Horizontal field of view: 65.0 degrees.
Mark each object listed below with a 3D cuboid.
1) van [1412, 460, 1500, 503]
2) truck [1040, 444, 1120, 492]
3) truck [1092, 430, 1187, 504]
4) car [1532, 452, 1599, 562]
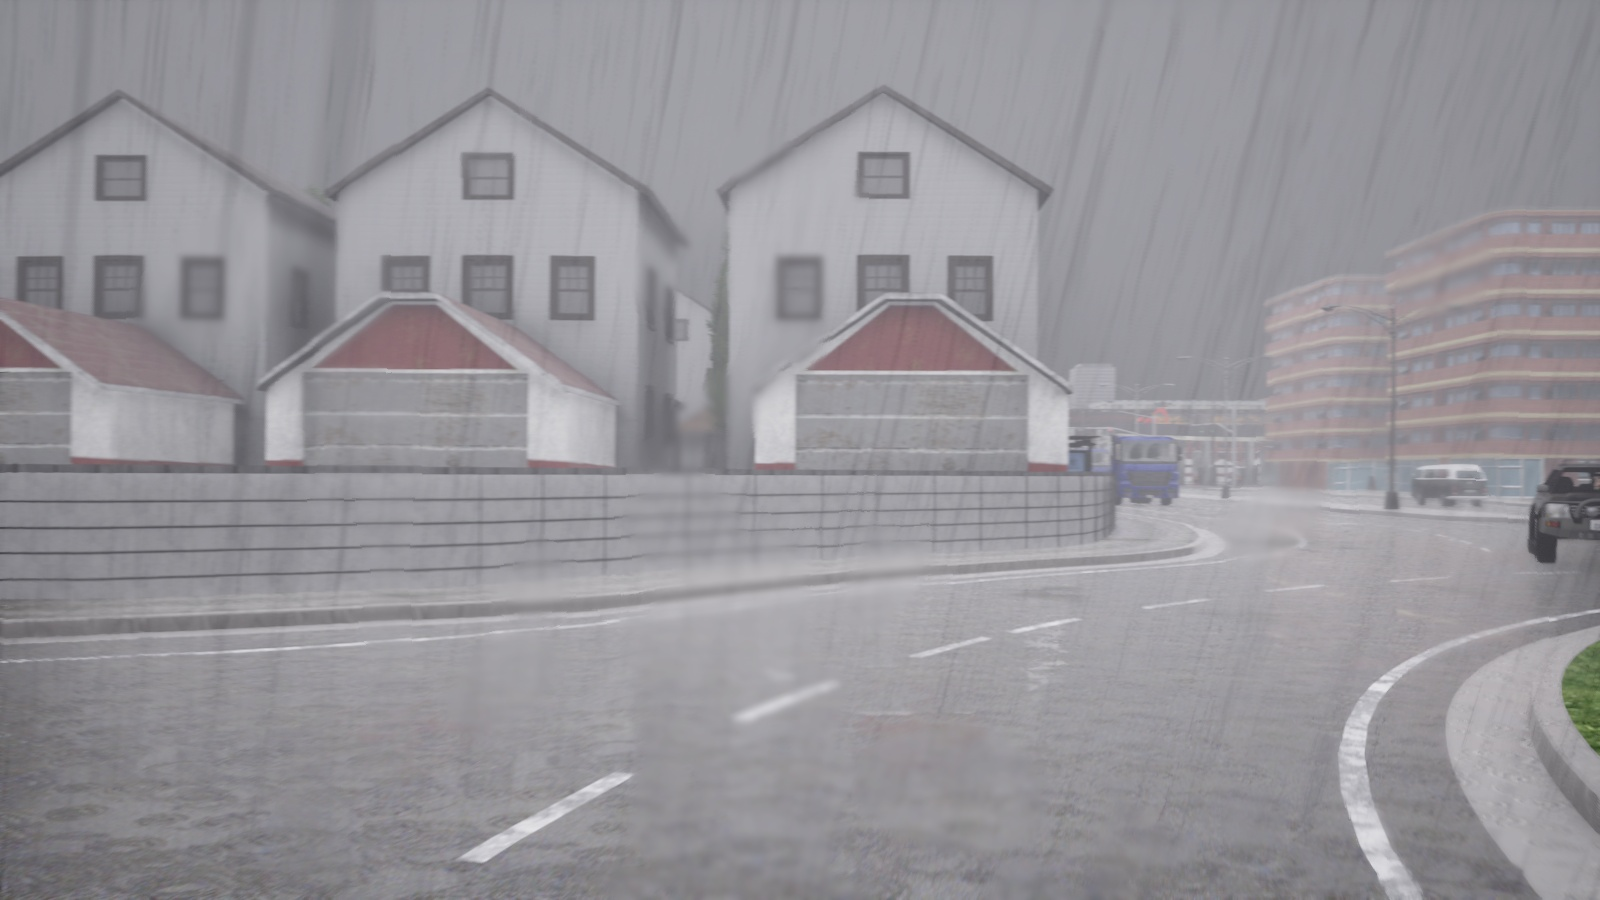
[{"bbox_3d":[31.914,1.511,61.230,2.069,2.038,4.480,0,-1,2],"label":"van"},{"bbox_3d":[21.106,1.395,95.155,2.891,3.462,7.936,0,-1,-12],"label":"truck"},{"bbox_3d":[16.983,0.868,63.388,2.891,3.462,7.936,0,-1,2],"label":"truck"},{"bbox_3d":[14.680,0.994,23.100,1.932,1.855,4.605,0,-1,28],"label":"car"}]
